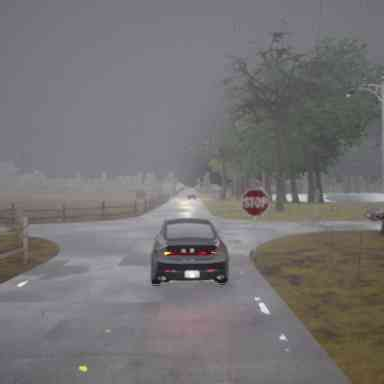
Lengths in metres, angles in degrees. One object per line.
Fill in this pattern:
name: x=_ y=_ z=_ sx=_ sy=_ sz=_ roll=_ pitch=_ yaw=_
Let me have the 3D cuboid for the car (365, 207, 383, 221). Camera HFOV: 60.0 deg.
car: x=14.081 y=1.265 z=22.183 sx=4.674 sy=1.442 sz=1.812 roll=-1 pitch=-1 yaw=0

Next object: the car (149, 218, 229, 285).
car: x=-0.158 y=1.490 z=9.459 sx=1.837 sy=1.490 sz=4.892 roll=0 pitch=0 yaw=-4

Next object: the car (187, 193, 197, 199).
car: x=0.011 y=0.934 z=76.994 sx=1.837 sy=1.490 sz=4.892 roll=0 pitch=1 yaw=0
